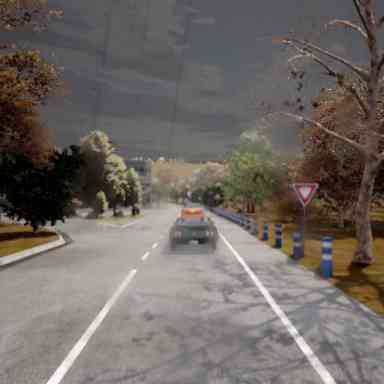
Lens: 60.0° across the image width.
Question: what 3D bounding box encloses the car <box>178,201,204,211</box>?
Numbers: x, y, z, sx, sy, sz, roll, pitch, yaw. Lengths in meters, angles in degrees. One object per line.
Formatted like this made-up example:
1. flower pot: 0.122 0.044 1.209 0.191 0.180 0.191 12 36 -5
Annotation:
1. car: 0.060 1.793 31.311 2.097 1.767 4.553 0 -2 0

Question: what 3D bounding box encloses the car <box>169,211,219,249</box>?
1. car: 0.074 1.694 14.713 1.895 1.301 4.718 0 -2 0

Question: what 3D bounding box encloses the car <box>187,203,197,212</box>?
1. car: -0.073 2.892 62.577 1.837 1.490 4.892 0 -2 0
